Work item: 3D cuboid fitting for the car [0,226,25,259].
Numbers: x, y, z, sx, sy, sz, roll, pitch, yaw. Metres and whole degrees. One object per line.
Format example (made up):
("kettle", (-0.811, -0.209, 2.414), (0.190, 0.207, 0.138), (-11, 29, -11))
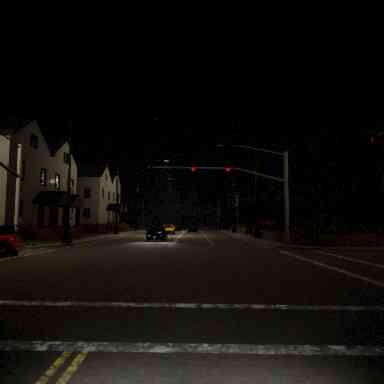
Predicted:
("car", (-11.530, 2.687, 17.652), (4.553, 1.767, 2.097), (-2, -6, -12))

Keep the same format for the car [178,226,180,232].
("car", (-3.383, 7.369, 67.811), (1.994, 1.385, 4.181), (0, -5, 0))

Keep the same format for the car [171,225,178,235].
("car", (-3.506, 5.655, 49.682), (1.882, 1.535, 5.008), (0, -5, 0))

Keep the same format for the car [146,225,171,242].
("car", (-3.536, 4.261, 33.825), (1.837, 1.490, 4.892), (0, -5, 0))

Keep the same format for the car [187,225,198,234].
("car", (0.105, 6.475, 57.881), (2.033, 1.411, 5.357), (0, -5, 0))
